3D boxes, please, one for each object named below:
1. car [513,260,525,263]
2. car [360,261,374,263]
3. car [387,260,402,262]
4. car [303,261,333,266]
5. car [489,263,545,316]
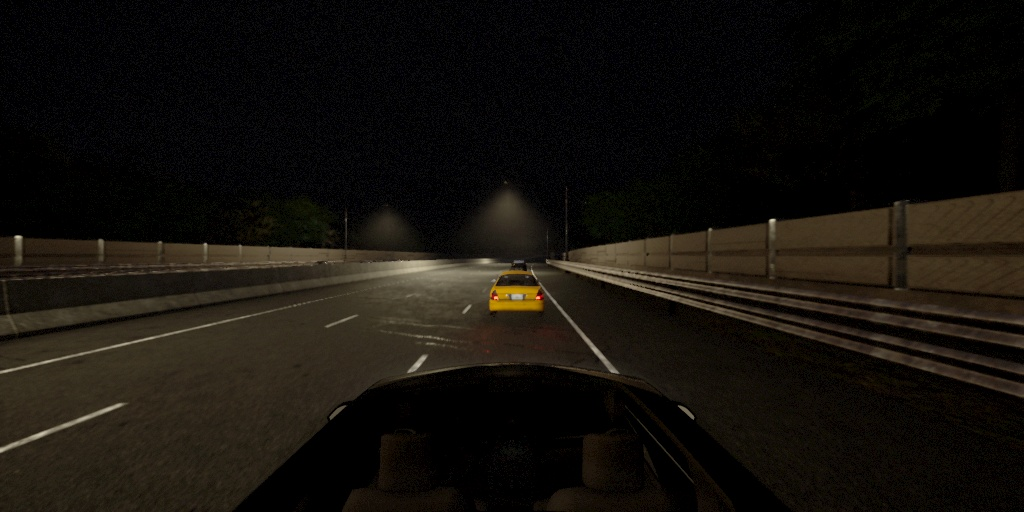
[{"bbox_3d":[0.891,1.257,43.464,2.128,1.511,4.902,0,0,2],"label":"car"},{"bbox_3d":[-20.084,1.343,49.054,1.895,1.301,4.718,0,0,3],"label":"car"},{"bbox_3d":[-16.526,1.243,50.285,2.128,1.511,4.902,0,0,3],"label":"car"},{"bbox_3d":[-23.771,1.330,44.482,1.895,1.301,4.718,0,0,2],"label":"car"},{"bbox_3d":[0.178,1.198,13.288,1.801,1.575,5.366,0,0,1],"label":"car"}]
